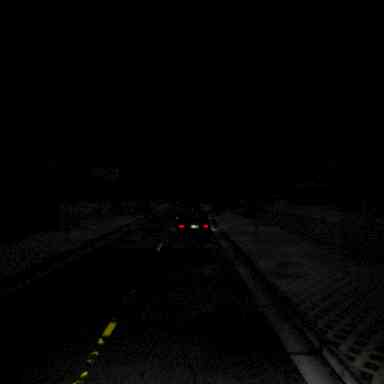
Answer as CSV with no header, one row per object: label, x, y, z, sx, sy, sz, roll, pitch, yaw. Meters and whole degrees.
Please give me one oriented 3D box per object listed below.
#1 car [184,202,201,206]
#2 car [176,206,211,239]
car,0.043,2.002,41.528,2.128,1.511,4.902,0,-1,0
car,0.075,1.751,18.515,2.033,1.411,5.357,0,-1,0
